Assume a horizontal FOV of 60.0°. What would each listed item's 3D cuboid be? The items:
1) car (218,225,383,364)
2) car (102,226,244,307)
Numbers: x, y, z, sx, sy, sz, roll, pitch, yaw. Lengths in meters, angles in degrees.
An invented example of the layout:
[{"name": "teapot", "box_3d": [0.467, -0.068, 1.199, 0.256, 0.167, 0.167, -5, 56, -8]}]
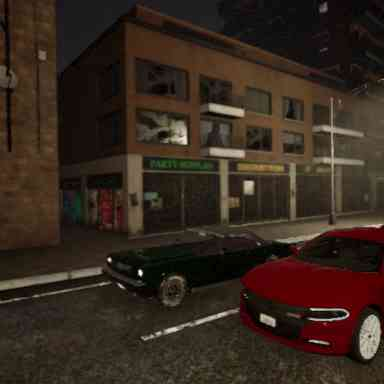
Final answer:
[{"name": "car", "box_3d": [3.021, 1.410, 5.933, 5.008, 1.535, 1.882, -1, 0, -36]}, {"name": "car", "box_3d": [0.351, 1.549, 7.997, 4.718, 1.301, 1.895, -1, 0, -36]}]
